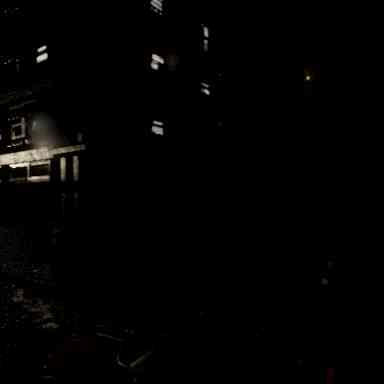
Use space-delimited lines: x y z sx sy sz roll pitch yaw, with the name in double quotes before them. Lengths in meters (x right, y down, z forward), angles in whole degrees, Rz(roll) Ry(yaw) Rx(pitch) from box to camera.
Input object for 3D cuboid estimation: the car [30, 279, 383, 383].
"car" 0.535 1.440 2.516 4.097 1.590 1.967 0 -1 36
